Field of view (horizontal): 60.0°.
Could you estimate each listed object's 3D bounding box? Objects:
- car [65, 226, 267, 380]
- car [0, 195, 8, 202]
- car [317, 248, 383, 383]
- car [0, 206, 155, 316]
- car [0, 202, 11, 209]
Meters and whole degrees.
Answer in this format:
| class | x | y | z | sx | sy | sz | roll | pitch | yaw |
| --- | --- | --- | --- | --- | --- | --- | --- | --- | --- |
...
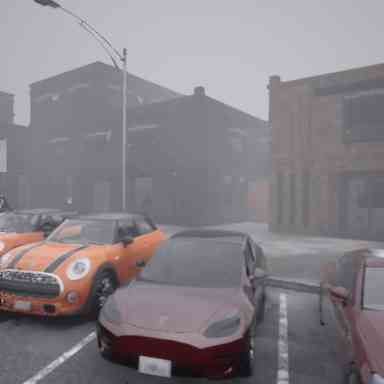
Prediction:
| class | x | y | z | sx | sy | sz | roll | pitch | yaw |
| --- | --- | --- | --- | --- | --- | --- | --- | --- | --- |
| car | 0.240 | 1.485 | 5.867 | 2.163 | 1.488 | 4.792 | 1 | 0 | 15 |
| car | -9.539 | 1.095 | 12.810 | 2.435 | 2.045 | 5.566 | 1 | -1 | 15 |
| car | 2.701 | 1.526 | 4.165 | 2.002 | 1.452 | 4.674 | 1 | 0 | 15 |
| car | -2.190 | 1.302 | 7.658 | 2.185 | 1.767 | 4.553 | 1 | 0 | 15 |
| car | -4.640 | 1.274 | 9.392 | 2.185 | 1.767 | 4.553 | 1 | 0 | 15 |
